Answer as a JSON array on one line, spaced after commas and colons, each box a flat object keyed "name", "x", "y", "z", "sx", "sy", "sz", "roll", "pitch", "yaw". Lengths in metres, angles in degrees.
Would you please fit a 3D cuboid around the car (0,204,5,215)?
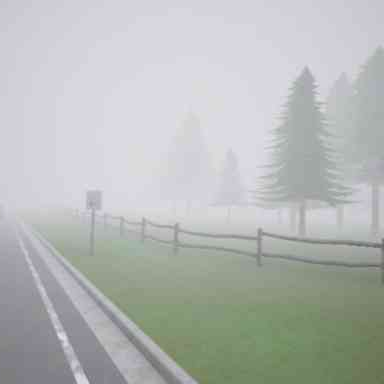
[{"name": "car", "x": -28.059, "y": 2.491, "z": 47.742, "sx": 2.033, "sy": 1.411, "sz": 5.357, "roll": 3, "pitch": -3, "yaw": -28}]

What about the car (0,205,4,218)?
[{"name": "car", "x": -23.219, "y": 2.329, "z": 39.038, "sx": 1.994, "sy": 1.385, "sz": 4.181, "roll": 3, "pitch": -3, "yaw": -29}]
